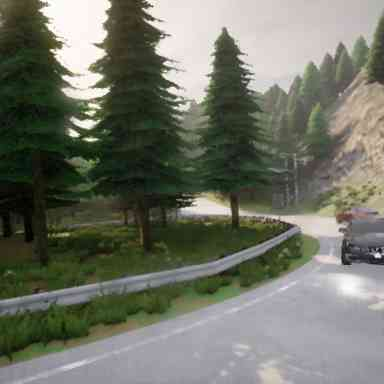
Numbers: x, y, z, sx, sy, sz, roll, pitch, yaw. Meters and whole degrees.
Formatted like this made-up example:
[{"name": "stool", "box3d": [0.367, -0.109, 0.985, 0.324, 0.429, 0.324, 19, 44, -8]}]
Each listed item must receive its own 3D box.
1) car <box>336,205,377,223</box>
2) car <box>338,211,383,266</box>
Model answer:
[{"name": "car", "box3d": [12.735, 1.772, 25.559, 1.812, 1.442, 4.674, -4, -2, 0]}, {"name": "car", "box3d": [6.304, 1.596, 11.538, 1.837, 1.490, 4.892, -1, -2, 27]}]
